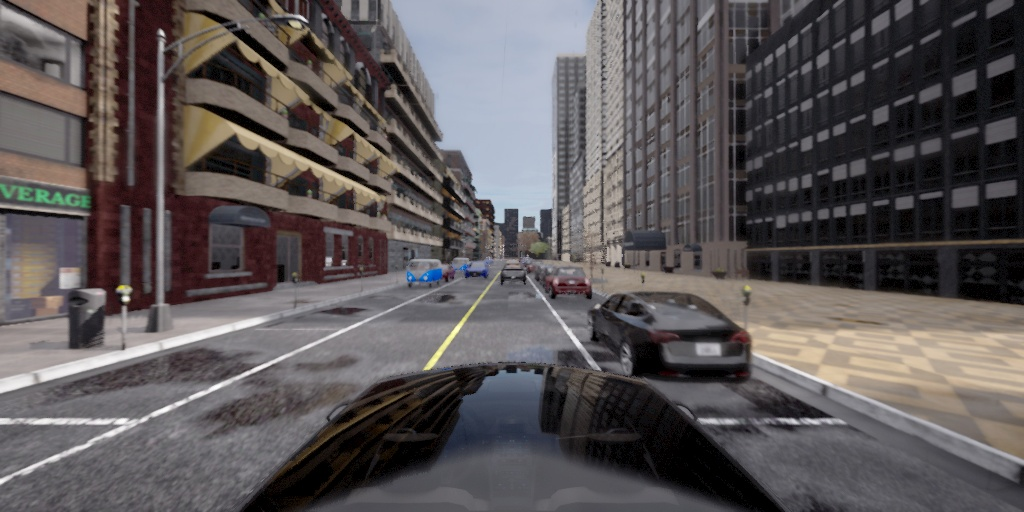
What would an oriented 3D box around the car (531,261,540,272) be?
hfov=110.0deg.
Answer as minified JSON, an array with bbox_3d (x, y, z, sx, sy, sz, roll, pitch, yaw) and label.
[{"bbox_3d":[2.686,1.315,29.087,2.007,1.370,4.403,0,0,0],"label":"car"}]

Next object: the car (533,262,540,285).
[{"bbox_3d":[2.687,1.311,23.563,2.007,1.370,4.403,0,0,0],"label":"car"}]

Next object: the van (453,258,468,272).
[{"bbox_3d":[-5.698,1.112,40.130,1.690,1.789,3.998,0,0,0],"label":"van"}]

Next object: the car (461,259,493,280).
[{"bbox_3d":[-3.059,1.243,32.127,1.882,1.535,5.008,0,0,0],"label":"car"}]

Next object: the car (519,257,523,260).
[{"bbox_3d":[0.091,1.257,46.917,1.882,1.535,5.008,0,0,0],"label":"car"}]

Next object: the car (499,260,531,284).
[{"bbox_3d":[0.095,1.255,26.973,2.128,1.511,4.902,0,0,0],"label":"car"}]

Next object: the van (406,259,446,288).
[{"bbox_3d":[-5.694,1.101,23.563,1.690,1.789,3.998,0,0,0],"label":"van"}]

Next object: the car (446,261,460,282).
[{"bbox_3d":[-5.696,1.308,29.085,1.888,1.381,4.507,0,0,0],"label":"car"}]

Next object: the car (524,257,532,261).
[{"bbox_3d":[2.683,1.212,40.131,1.967,1.591,4.097,0,0,0],"label":"car"}]

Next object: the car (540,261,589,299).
[{"bbox_3d":[2.688,1.197,18.040,1.967,1.591,4.097,0,0,0],"label":"car"}]

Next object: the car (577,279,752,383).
[{"bbox_3d":[2.691,1.318,6.995,1.948,1.339,4.313,0,0,0],"label":"car"}]
